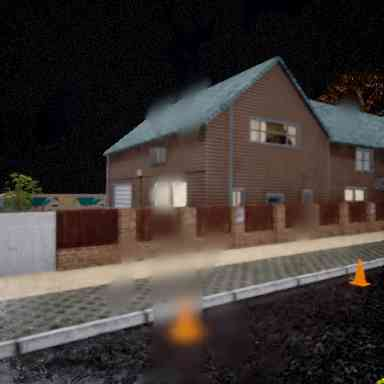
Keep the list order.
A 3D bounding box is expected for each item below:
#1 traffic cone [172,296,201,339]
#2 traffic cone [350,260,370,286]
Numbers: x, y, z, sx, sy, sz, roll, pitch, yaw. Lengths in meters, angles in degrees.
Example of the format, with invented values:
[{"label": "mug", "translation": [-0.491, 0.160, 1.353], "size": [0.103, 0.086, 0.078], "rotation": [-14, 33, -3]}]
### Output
[{"label": "traffic cone", "translation": [-0.086, 1.949, 5.292], "size": [0.340, 0.580, 0.340], "rotation": [0, 0, -35]}, {"label": "traffic cone", "translation": [4.102, 1.945, 8.116], "size": [0.340, 0.580, 0.340], "rotation": [0, 0, -33]}]
